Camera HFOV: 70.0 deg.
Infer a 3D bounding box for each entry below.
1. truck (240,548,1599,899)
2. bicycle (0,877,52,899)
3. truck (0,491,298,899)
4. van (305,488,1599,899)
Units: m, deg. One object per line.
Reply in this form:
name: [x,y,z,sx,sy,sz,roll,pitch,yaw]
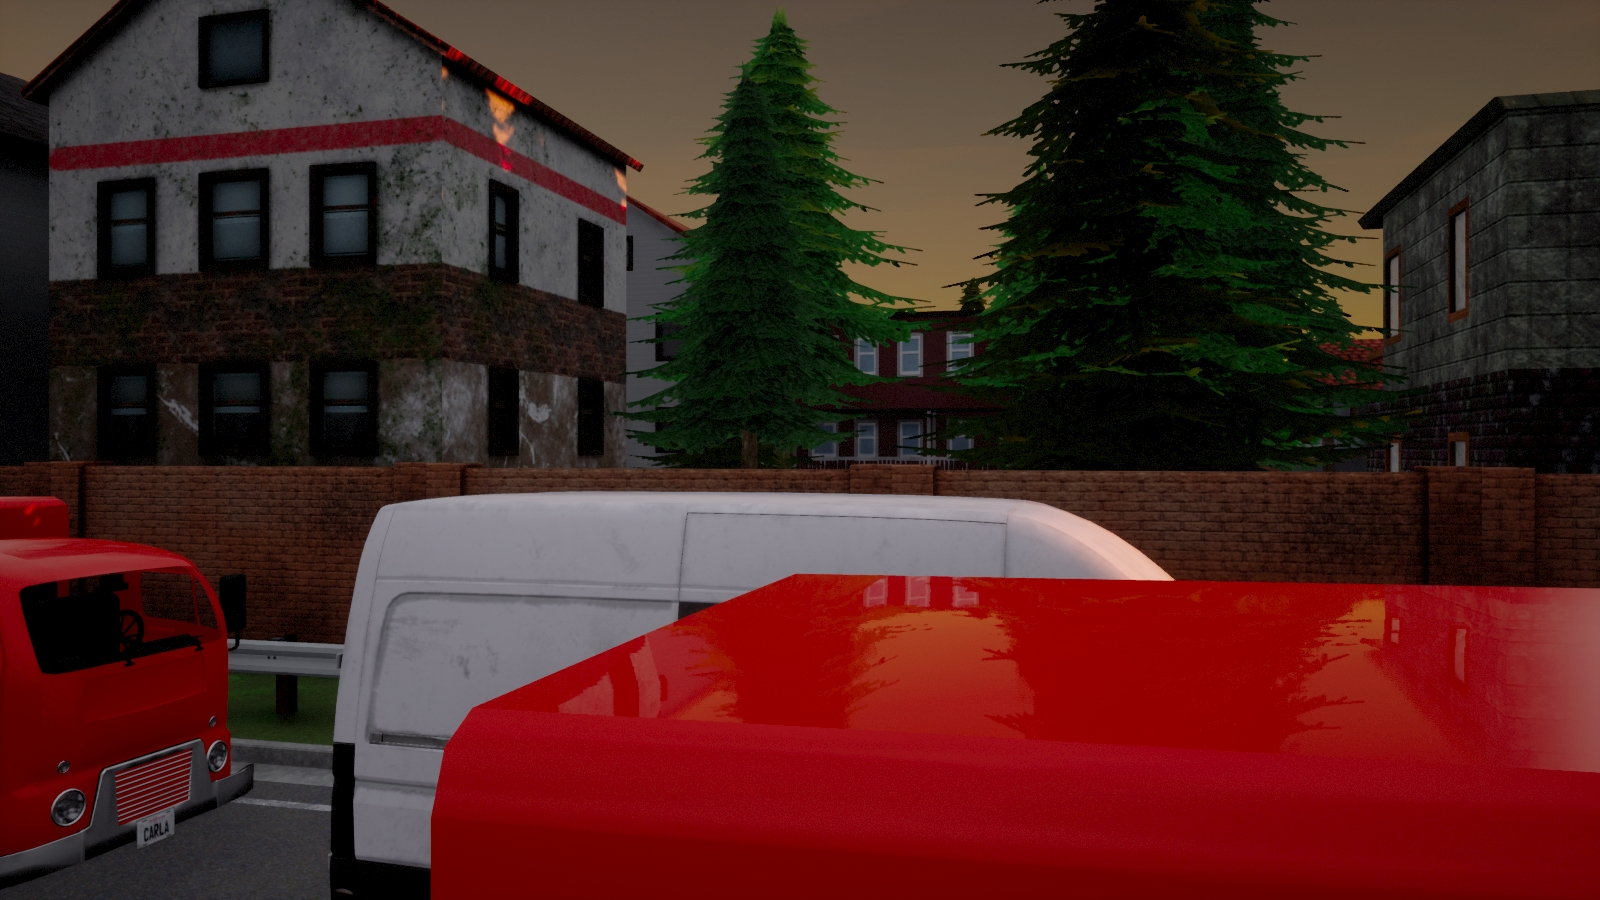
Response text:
truck: [2.192,1.568,1.959,5.204,2.467,2.627,0,0,15]
bicycle: [-3.101,2.056,3.494,1.643,1.496,0.373,0,0,16]
truck: [-6.587,1.568,7.895,5.204,2.467,2.627,0,0,15]
van: [0.608,1.535,6.000,5.915,2.561,1.988,0,0,15]
